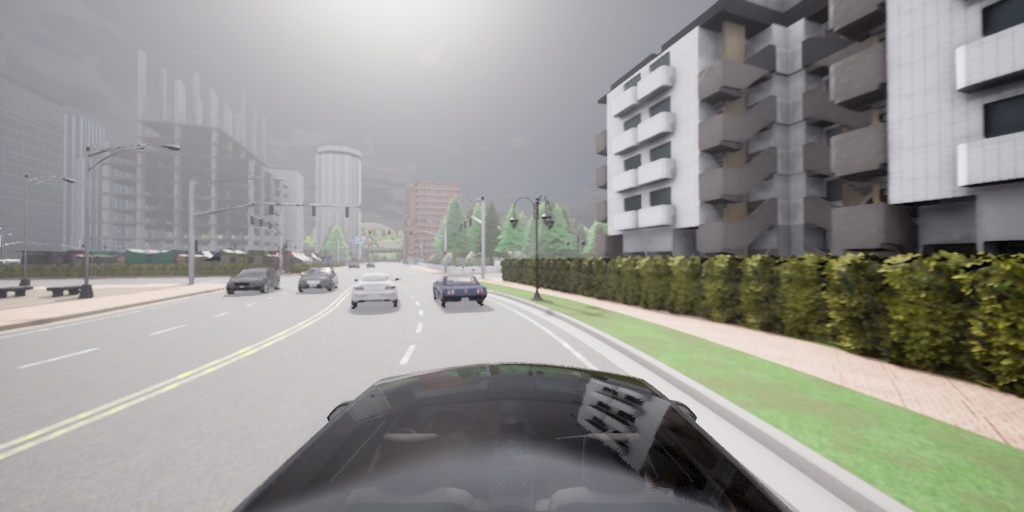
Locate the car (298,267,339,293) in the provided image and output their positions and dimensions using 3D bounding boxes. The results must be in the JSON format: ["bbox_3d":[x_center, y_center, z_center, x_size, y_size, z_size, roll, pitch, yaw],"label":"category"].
[{"bbox_3d":[-12.475,1.494,23.318,2.128,1.511,4.902,0,-1,-20],"label":"car"}]

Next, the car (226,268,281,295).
[{"bbox_3d":[-15.758,1.504,22.105,1.837,1.490,4.892,0,-1,-20],"label":"car"}]

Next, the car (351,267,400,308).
[{"bbox_3d":[-6.158,1.440,16.319,1.812,1.442,4.674,0,0,-19],"label":"car"}]

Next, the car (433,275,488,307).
[{"bbox_3d":[-2.591,1.511,16.708,1.895,1.301,4.718,0,-1,-18],"label":"car"}]
